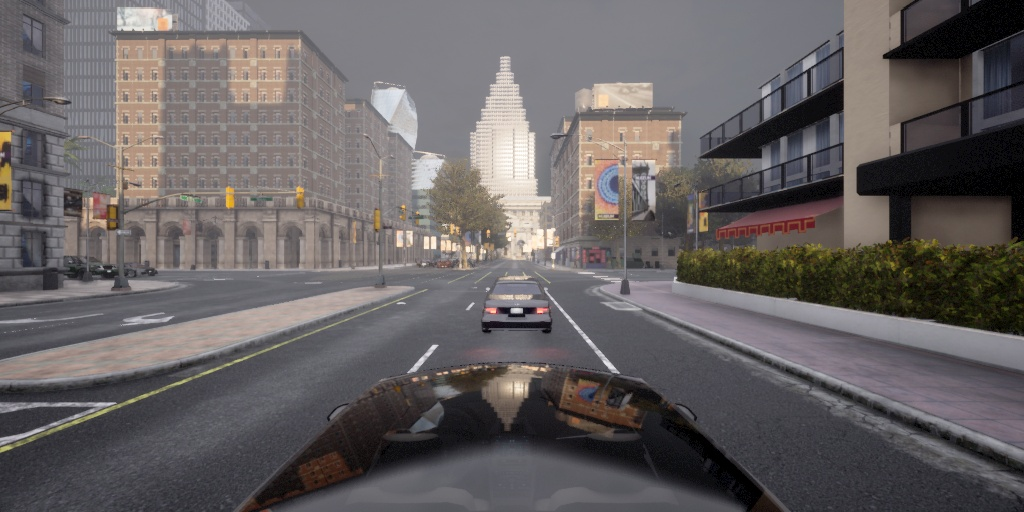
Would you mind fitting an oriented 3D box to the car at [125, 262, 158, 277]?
[{"bbox_3d":[-36.838,1.314,34.530,4.181,1.385,1.994,0,0,0],"label":"car"}]

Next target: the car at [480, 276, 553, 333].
[{"bbox_3d":[0.143,1.297,10.709,2.033,1.411,5.357,0,0,1],"label":"car"}]

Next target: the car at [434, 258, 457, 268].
[{"bbox_3d":[-11.065,1.102,59.635,2.097,1.767,4.553,0,0,1],"label":"car"}]

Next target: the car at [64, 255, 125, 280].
[{"bbox_3d":[-37.615,0.971,31.029,5.566,2.045,2.150,0,0,0],"label":"car"}]

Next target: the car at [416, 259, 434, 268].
[{"bbox_3d":[-14.535,1.242,61.520,2.128,1.511,4.902,0,0,1],"label":"car"}]
